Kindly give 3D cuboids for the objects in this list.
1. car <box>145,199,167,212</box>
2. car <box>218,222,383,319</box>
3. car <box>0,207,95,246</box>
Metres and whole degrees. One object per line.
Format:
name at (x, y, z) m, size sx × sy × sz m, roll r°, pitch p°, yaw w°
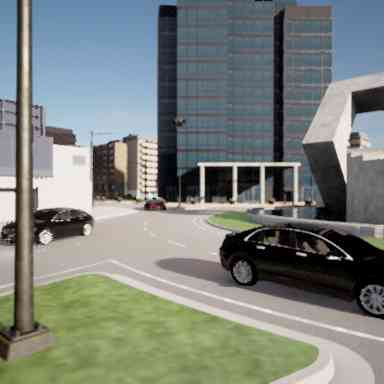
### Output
car at (-4.333, 1.553, 39.247) m, size 1.994 × 1.385 × 4.181 m, roll 0°, pitch 0°, yaw -19°
car at (2.836, 1.506, 7.585) m, size 4.892 × 1.490 × 1.837 m, roll 1°, pitch 1°, yaw 44°
car at (-6.496, 1.492, 15.592) m, size 1.837 × 1.490 × 4.892 m, roll 1°, pitch 0°, yaw 18°
